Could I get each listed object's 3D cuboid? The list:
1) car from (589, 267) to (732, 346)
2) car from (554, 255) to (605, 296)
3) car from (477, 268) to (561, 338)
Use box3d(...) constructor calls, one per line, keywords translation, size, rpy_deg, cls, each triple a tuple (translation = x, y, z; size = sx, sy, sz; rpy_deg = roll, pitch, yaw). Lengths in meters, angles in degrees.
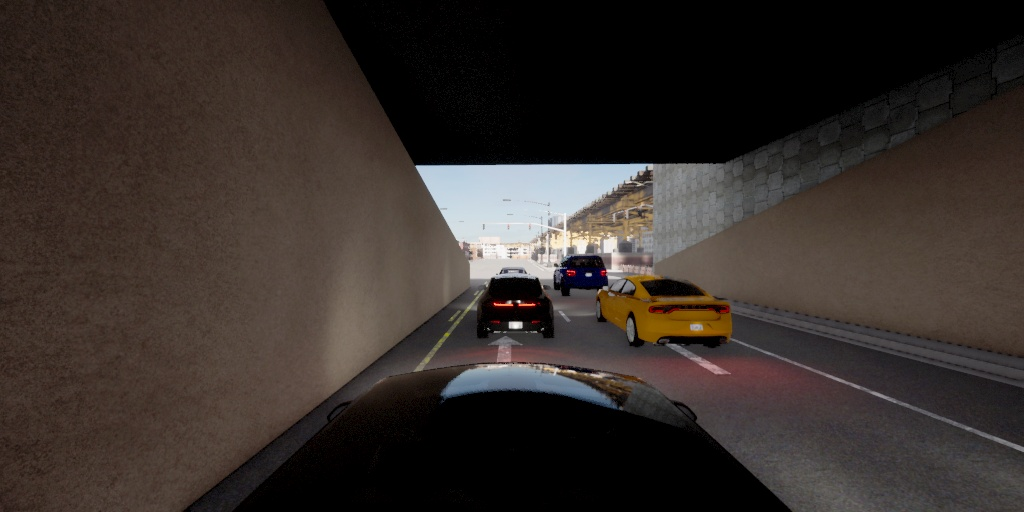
box3d(translation=(3.573, 1.228, 9.413), size=(1.882, 1.535, 5.008), rpy_deg=(0, 0, 0), cls="car")
box3d(translation=(3.567, 0.971, 19.382), size=(2.150, 2.045, 5.566), rpy_deg=(0, 0, 0), cls="car")
box3d(translation=(0.076, 1.255, 10.211), size=(1.837, 1.490, 4.892), rpy_deg=(0, 0, 0), cls="car")
